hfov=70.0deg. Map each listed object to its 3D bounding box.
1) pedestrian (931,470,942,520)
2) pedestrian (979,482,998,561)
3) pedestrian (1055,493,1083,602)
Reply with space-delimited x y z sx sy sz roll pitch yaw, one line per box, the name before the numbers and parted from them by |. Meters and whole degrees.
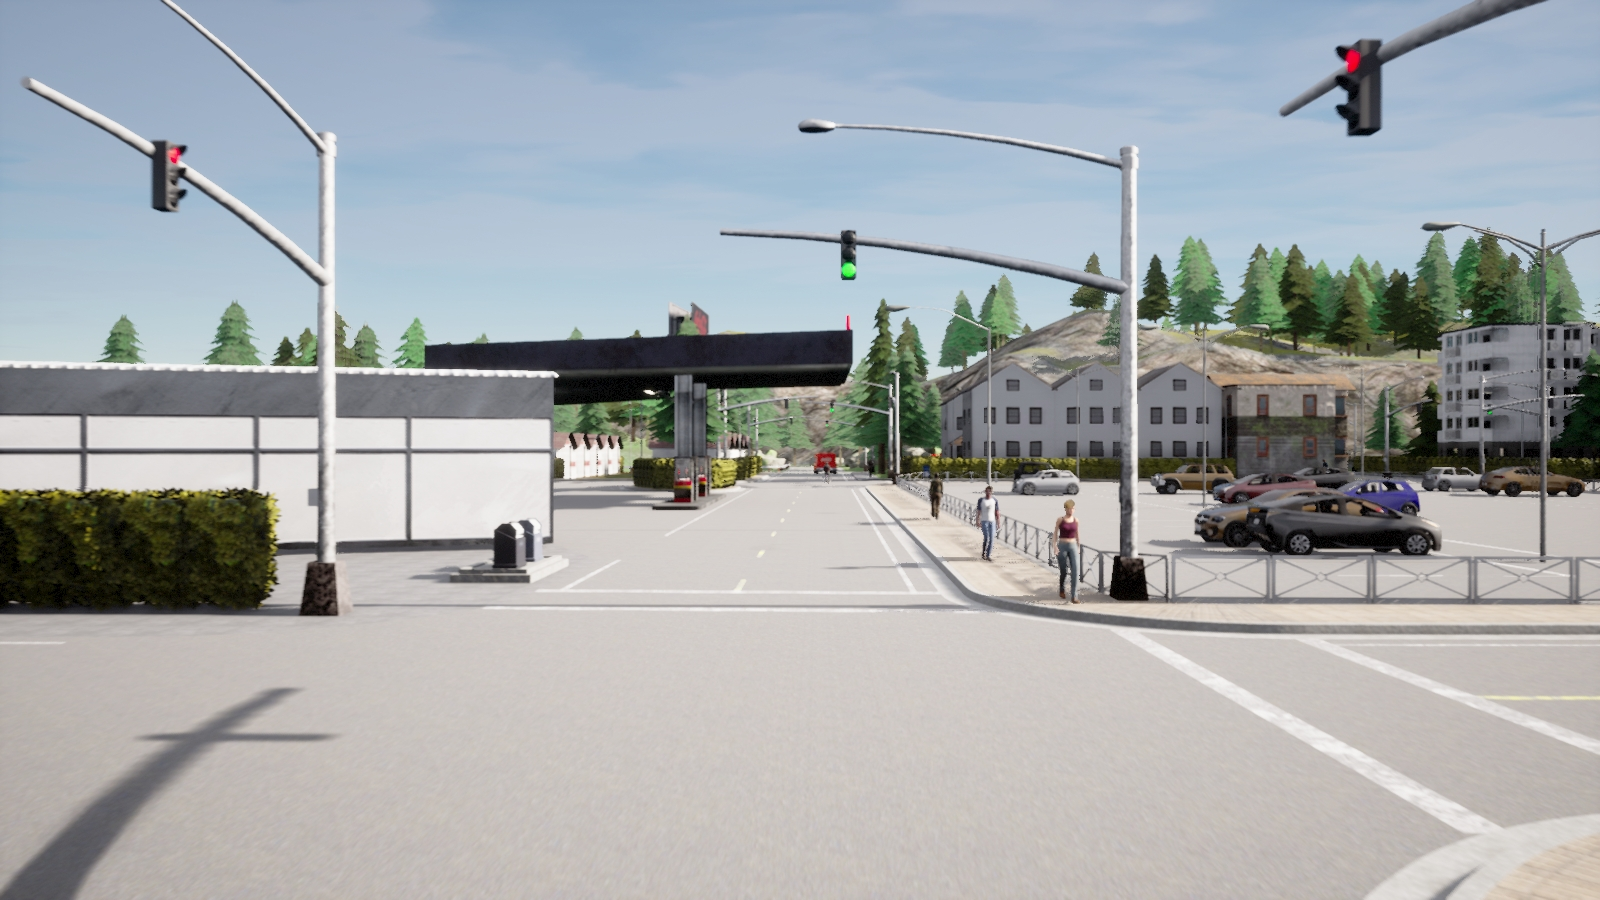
pedestrian | 5.128 1.688 43.036 0.375 1.860 0.375 0 0 0
pedestrian | 4.494 1.690 27.202 0.375 1.860 0.375 0 0 -4
pedestrian | 4.684 1.691 19.906 0.375 1.860 0.375 0 0 -3
